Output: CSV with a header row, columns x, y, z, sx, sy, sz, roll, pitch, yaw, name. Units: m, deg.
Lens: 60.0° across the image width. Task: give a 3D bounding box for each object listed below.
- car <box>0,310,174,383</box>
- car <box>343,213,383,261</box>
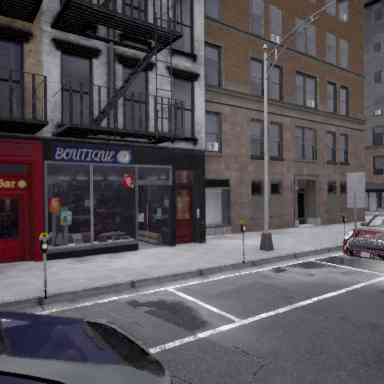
x,y,z,sx,sy,sz,roll,pitch,yaw,name
-2.093,1.564,1.885,4.181,1.385,1.994,0,0,-36,car
7.051,1.441,11.606,4.097,1.590,1.967,0,-1,-36,car
